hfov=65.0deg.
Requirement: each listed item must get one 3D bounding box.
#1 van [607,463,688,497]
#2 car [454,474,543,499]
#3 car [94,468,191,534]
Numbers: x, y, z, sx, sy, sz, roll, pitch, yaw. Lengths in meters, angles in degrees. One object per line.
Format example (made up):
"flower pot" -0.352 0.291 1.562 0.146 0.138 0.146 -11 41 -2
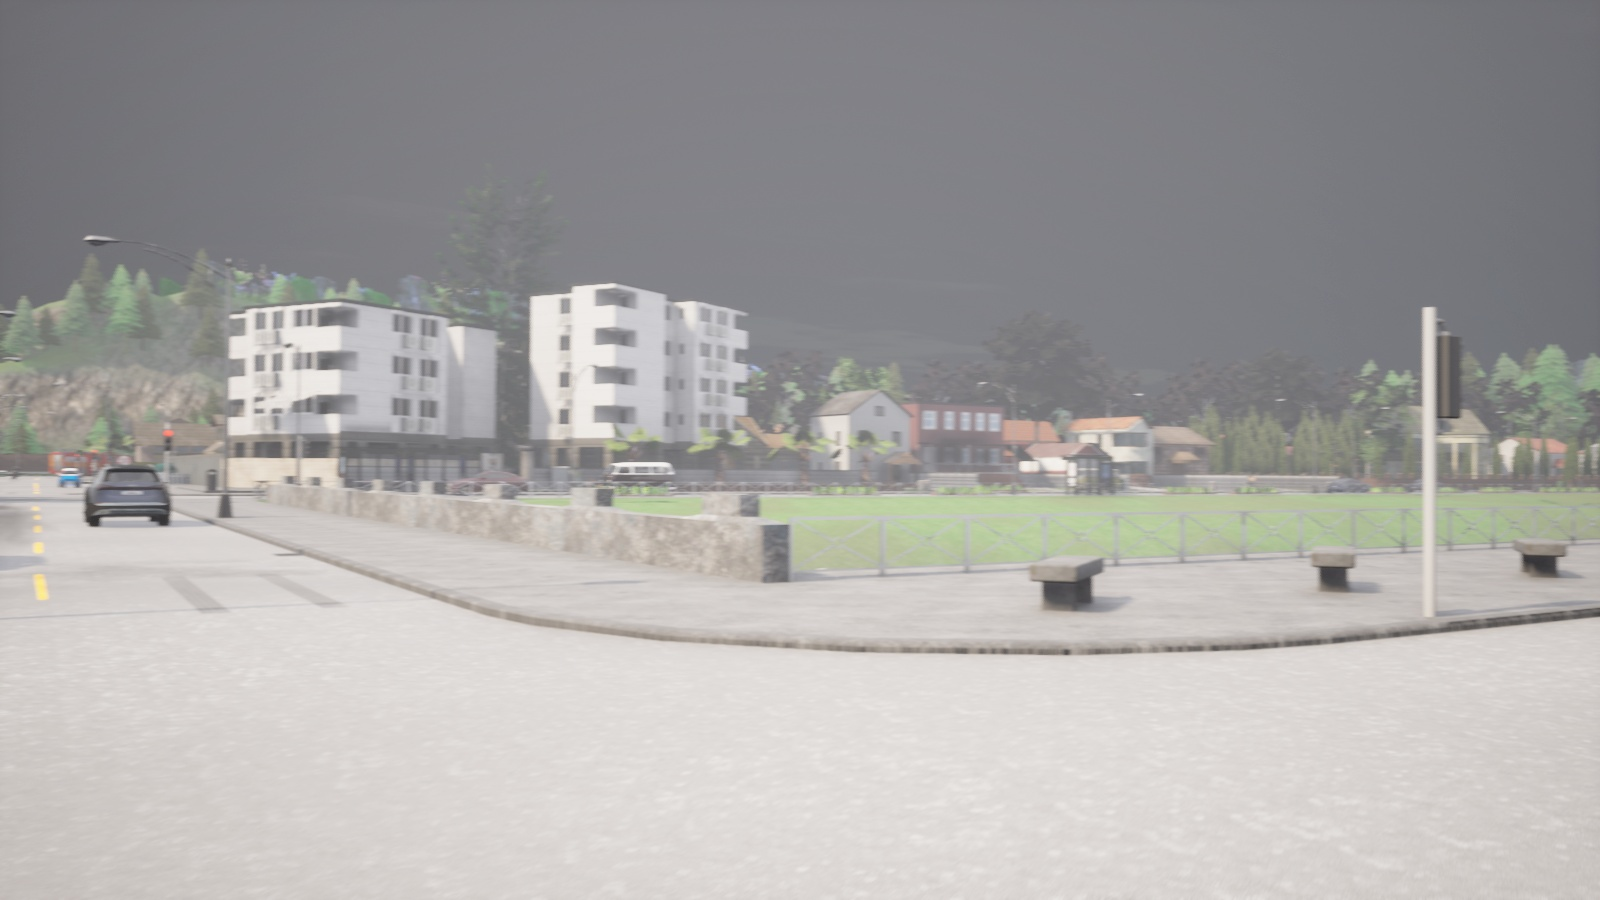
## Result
"van" -9.358 1.860 77.312 4.480 2.038 2.069 1 -1 -31
"car" -17.391 2.082 72.507 4.674 1.442 1.812 1 -1 -31
"car" -17.897 1.330 34.073 2.033 1.649 4.856 1 -1 -31
